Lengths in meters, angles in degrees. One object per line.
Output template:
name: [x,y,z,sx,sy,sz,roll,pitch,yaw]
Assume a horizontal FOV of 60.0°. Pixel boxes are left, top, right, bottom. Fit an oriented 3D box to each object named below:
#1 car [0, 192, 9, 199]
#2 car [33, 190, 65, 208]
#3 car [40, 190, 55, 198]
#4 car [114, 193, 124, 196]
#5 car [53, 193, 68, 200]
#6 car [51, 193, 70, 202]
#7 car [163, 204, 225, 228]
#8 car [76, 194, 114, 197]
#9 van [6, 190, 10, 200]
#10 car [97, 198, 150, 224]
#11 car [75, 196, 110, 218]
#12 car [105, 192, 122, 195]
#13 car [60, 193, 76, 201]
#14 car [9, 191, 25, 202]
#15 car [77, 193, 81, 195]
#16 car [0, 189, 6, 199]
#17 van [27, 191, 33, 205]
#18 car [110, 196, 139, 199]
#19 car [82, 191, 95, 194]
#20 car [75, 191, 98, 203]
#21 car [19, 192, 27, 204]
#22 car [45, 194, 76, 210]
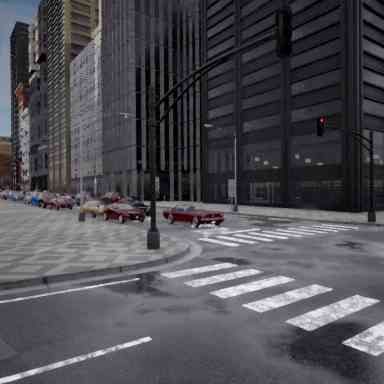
car: [-44.587,0.778,78.672,1.887,1.381,4.507,0,1,-36]
car: [-18.183,0.995,42.234,2.192,1.841,5.009,0,1,-36]
car: [-34.380,0.510,79.114,2.192,1.841,5.009,0,1,-36]
car: [-7.979,1.200,42.682,1.947,1.339,4.313,0,1,-36]
car: [-27.781,0.854,70.008,1.887,1.381,4.507,0,1,-36]
car: [-23.744,0.936,60.041,2.128,1.511,4.902,-1,1,-36]
car: [0.029,1.479,21.752,1.895,1.301,4.718,-1,1,-35]
car: [-10.740,1.275,36.663,2.033,1.411,5.357,-1,1,-36]
van: [-34.685,0.748,65.007,1.690,1.788,3.998,0,1,-36]
car: [-4.982,1.416,24.017,1.887,1.381,4.507,0,1,-36]
car: [-8.183,1.353,28.434,1.752,1.417,4.829,0,1,-36]
car: [-11.278,0.899,47.234,2.192,1.841,5.009,0,1,-36]
car: [-24.480,0.949,65.454,1.802,1.307,4.206,0,1,-36]
car: [-31.385,0.904,60.454,1.967,1.590,4.097,0,1,-36]
car: [-16.519,1.166,44.682,1.812,1.442,4.674,-1,1,-35]
car: [-37.986,0.664,69.561,2.192,1.841,5.009,0,1,-36]
van: [-21.484,0.970,46.789,1.690,1.788,3.998,0,1,-36]
car: [-5.247,1.370,29.079,1.994,1.385,4.181,-1,1,-36]
car: [-16.478,0.916,50.024,2.097,1.767,4.553,-1,1,-37]
car: [-17.879,0.793,56.343,2.192,1.841,5.009,0,1,-36]
car: [-24.785,1.126,51.345,2.008,1.369,4.403,0,1,-36]
car: [-14.883,1.275,37.681,1.887,1.381,4.507,0,1,-36]
